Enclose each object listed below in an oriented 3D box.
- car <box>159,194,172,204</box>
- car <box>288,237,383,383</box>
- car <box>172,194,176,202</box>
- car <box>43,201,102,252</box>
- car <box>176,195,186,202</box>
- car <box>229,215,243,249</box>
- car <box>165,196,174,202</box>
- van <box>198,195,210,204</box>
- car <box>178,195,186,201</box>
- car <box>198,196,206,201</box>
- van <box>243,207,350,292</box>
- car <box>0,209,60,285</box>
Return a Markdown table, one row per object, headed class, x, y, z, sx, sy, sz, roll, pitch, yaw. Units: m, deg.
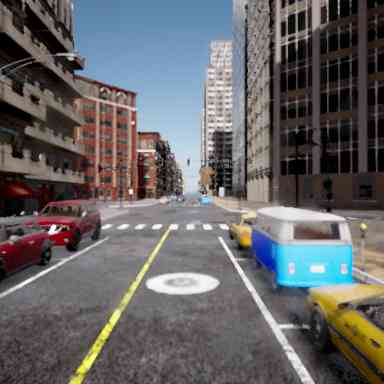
| class | x | y | z | sx | sy | sz | roll | pitch | yaw |
| --- | --- | --- | --- | --- | --- | --- | --- | --- | --- |
| car | -5.318 | 1.583 | 63.011 | 1.752 | 1.417 | 4.829 | 0 | 0 | 0 |
| car | 2.570 | 1.524 | 3.286 | 1.752 | 1.417 | 4.829 | 0 | 0 | 0 |
| car | -5.319 | 1.526 | 74.286 | 1.967 | 1.590 | 4.097 | 0 | 0 | 0 |
| car | -5.310 | 1.314 | 14.180 | 2.192 | 1.841 | 5.009 | 0 | 0 | 0 |
| car | -2.758 | 1.619 | 77.073 | 2.128 | 1.511 | 4.902 | 0 | 0 | 0 |
| car | 2.568 | 1.525 | 14.357 | 1.752 | 1.417 | 4.829 | 0 | 0 | 0 |
| car | -5.320 | 1.668 | 79.839 | 1.947 | 1.339 | 4.313 | 0 | 0 | 0 |
| van | 2.563 | 1.400 | 63.182 | 1.690 | 1.788 | 3.998 | 0 | 0 | 0 |
| car | -2.759 | 1.619 | 92.652 | 1.882 | 1.535 | 5.008 | 0 | 0 | 0 |
| car | 2.559 | 1.664 | 85.391 | 1.887 | 1.381 | 4.507 | 0 | 0 | 0 |
| van | 2.570 | 1.340 | 8.650 | 1.690 | 1.788 | 3.998 | 0 | 0 | 0 |
| car | -5.310 | 1.439 | 8.644 | 1.967 | 1.590 | 4.097 | 0 | 0 | 0 |
